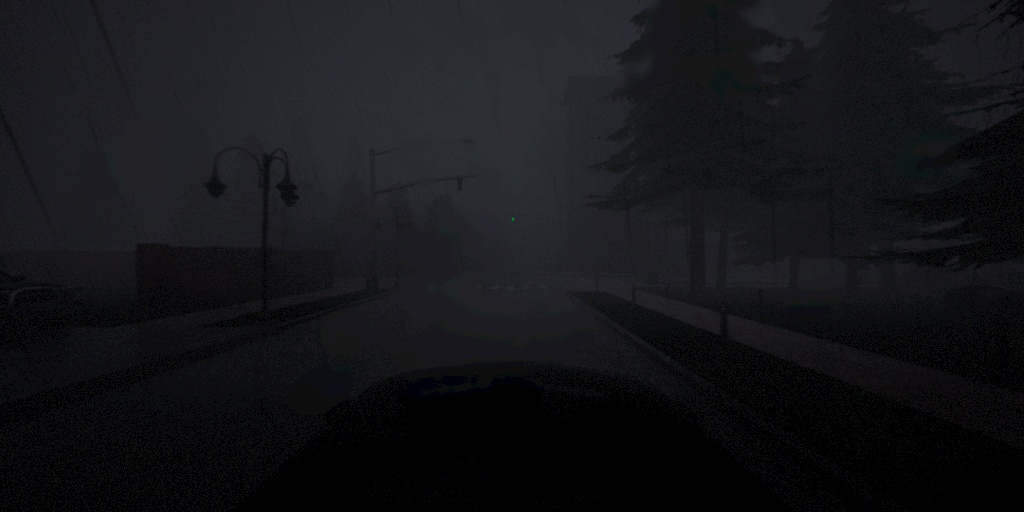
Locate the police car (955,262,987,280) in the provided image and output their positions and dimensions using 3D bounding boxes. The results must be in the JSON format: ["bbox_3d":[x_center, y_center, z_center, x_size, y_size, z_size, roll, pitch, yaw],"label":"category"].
[{"bbox_3d":[39.439,1.326,32.007,4.974,1.542,2.038,0,0,1],"label":"police car"}]

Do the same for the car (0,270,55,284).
[{"bbox_3d":[-40.607,1.160,30.090,4.553,1.767,2.097,0,0,2],"label":"car"}]
